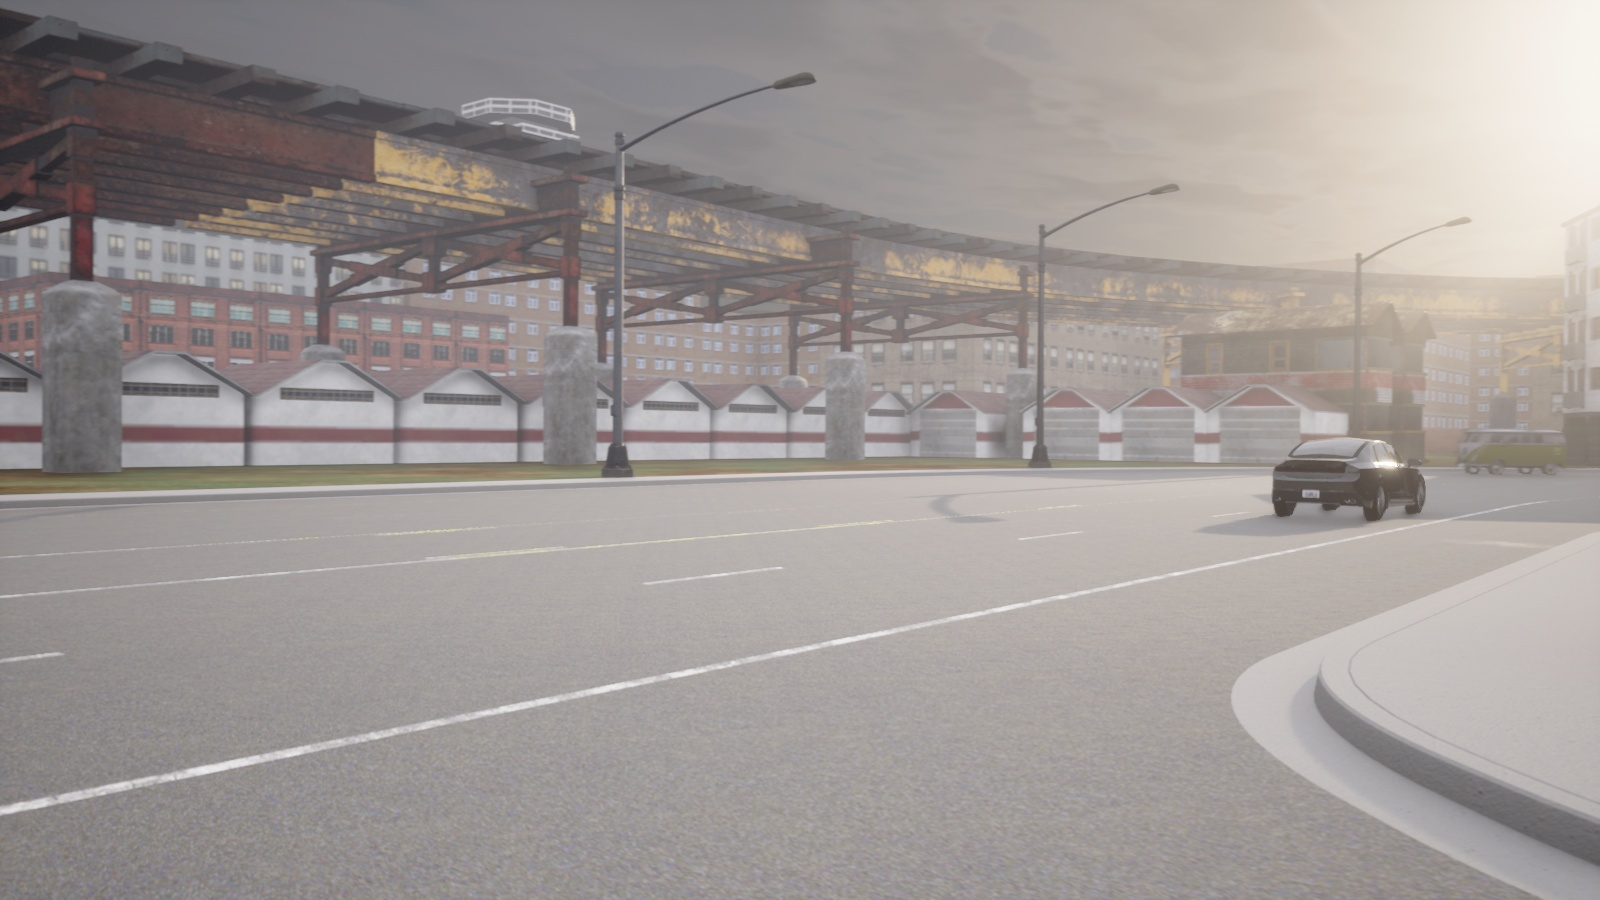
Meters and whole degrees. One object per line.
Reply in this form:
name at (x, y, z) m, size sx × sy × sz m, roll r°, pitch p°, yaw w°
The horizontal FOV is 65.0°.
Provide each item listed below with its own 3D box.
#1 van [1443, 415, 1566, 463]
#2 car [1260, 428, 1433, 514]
van at (30.199, -0.469, 53.851) m, size 4.442 × 1.987 × 1.775 m, roll -1°, pitch 0°, yaw -9°
car at (10.748, 0.333, 24.503) m, size 1.837 × 1.490 × 4.892 m, roll 0°, pitch 1°, yaw 39°
